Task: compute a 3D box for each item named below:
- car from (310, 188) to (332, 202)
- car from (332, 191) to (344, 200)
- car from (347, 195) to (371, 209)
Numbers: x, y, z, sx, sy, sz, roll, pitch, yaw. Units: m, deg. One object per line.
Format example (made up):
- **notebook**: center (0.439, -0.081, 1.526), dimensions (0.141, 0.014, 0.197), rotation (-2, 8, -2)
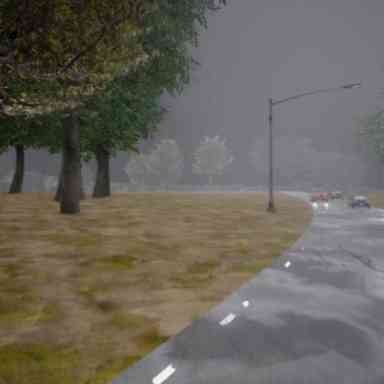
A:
- **car**: center (19.242, 0.460, 50.513), dimensions (2.150, 2.045, 5.566), rotation (0, 2, 14)
- **car**: center (23.449, 0.575, 54.555), dimensions (1.837, 1.490, 4.892), rotation (0, 2, 11)
- **car**: center (18.848, 1.077, 37.741), dimensions (1.812, 1.442, 4.674), rotation (0, 2, 18)
